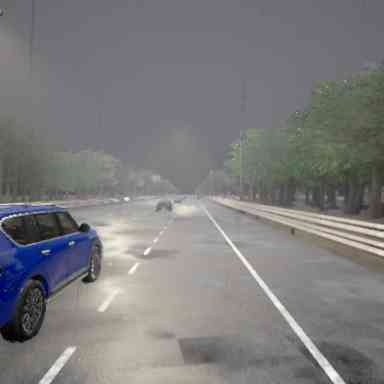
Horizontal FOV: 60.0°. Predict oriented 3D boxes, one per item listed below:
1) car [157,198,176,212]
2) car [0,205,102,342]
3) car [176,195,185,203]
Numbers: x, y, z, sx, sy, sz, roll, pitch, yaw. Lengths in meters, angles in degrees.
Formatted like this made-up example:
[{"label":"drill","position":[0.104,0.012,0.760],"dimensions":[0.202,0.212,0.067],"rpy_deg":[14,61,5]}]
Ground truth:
[{"label":"car","position":[-3.424,1.721,42.582],"dimensions":[1.837,1.490,4.892],"rpy_deg":[0,0,0]},{"label":"car","position":[-3.501,1.256,6.668],"dimensions":[2.150,2.045,5.566],"rpy_deg":[0,0,0]},{"label":"car","position":[-3.314,1.940,77.827],"dimensions":[1.994,1.385,4.181],"rpy_deg":[0,0,0]}]
